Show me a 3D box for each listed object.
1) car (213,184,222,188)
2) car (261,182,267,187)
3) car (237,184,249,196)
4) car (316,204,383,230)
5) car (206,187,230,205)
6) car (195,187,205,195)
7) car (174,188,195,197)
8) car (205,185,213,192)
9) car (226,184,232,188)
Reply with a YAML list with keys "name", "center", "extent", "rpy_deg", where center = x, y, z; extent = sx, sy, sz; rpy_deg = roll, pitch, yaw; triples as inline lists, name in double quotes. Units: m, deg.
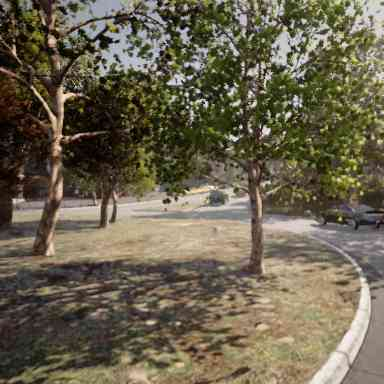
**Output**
- name: "car"
  center: [4.780, -1.046, 83.153]
  extent: [2.435, 2.045, 5.566]
  rpy_deg: [0, 3, 23]
- name: "car"
  center: [17.238, -0.963, 82.425]
  extent: [1.837, 1.490, 4.892]
  rpy_deg: [0, 3, 24]
- name: "car"
  center: [10.541, -0.115, 66.764]
  extent: [2.097, 1.767, 4.553]
  rpy_deg: [0, 3, 23]
- name: "car"
  center: [10.017, 1.529, 21.428]
  extent: [2.128, 1.511, 4.902]
  rpy_deg: [0, 0, -16]
- name: "car"
  center: [4.101, 0.810, 49.568]
  extent: [2.150, 2.045, 5.566]
  rpy_deg: [0, 3, 15]
- name: "car"
  center: [0.281, -0.139, 72.788]
  extent: [1.946, 1.575, 5.366]
  rpy_deg: [0, 3, 23]
- name: "car"
  center: [-1.923, 0.185, 67.734]
  extent: [1.946, 1.575, 5.366]
  rpy_deg: [0, 3, 24]
- name: "car"
  center: [2.475, -0.461, 77.848]
  extent: [1.946, 1.575, 5.366]
  rpy_deg: [0, 3, 23]
- name: "car"
  center: [9.169, -1.409, 93.288]
  extent: [2.163, 1.488, 4.792]
  rpy_deg: [0, 3, 24]
